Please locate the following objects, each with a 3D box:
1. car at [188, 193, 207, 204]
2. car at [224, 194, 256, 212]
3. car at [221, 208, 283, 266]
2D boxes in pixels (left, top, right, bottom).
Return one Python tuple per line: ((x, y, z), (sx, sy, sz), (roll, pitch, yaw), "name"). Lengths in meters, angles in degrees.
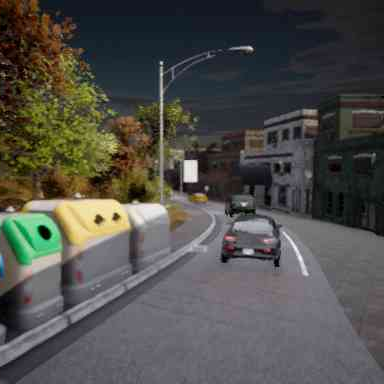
((0.779, 0.902, 50.427), (1.882, 1.535, 5.008), (-1, 3, -17), "car")
((4.225, 1.151, 29.866), (2.150, 2.045, 5.566), (0, 0, -1), "car")
((2.169, 1.530, 11.714), (1.812, 1.442, 4.674), (1, 0, 14), "car")
